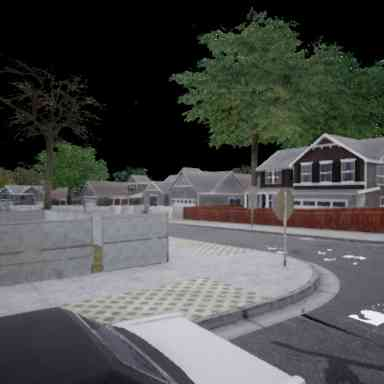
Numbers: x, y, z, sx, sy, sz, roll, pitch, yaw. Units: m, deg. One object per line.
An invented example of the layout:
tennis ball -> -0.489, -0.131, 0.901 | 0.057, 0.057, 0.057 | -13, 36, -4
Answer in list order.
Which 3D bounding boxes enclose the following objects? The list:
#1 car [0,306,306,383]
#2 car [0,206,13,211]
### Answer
car -> -1.527, 1.601, 1.857 | 4.718, 1.301, 1.895 | 0, 0, -36
car -> -41.644, 3.922, 73.773 | 5.357, 1.411, 2.033 | -2, -2, 40
